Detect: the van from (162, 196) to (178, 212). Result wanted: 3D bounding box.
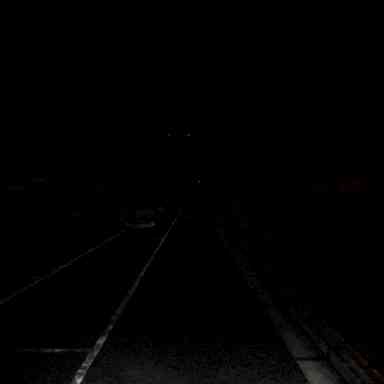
[{"bbox_3d":[-2.613,1.408,41.006,1.690,1.788,3.998,0,0,0],"label":"van"}]

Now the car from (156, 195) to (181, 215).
[{"bbox_3d":[-2.615,1.367,35.392,2.192,1.841,5.009,0,0,0],"label":"car"}]

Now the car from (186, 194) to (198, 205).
[{"bbox_3d":[0.033,1.411,64.996,2.150,2.045,5.566,0,0,0],"label":"car"}]

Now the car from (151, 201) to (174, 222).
[{"bbox_3d":[-2.622,1.577,24.165,2.008,1.369,4.403,0,0,0],"label":"car"}]

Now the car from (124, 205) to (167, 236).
[{"bbox_3d":[-2.625,1.599,18.551,1.802,1.307,4.206,0,0,0],"label":"car"}]

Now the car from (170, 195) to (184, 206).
[{"bbox_3d":[-2.605,1.442,57.847,2.192,1.841,5.009,0,0,0],"label":"car"}]

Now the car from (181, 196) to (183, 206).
[{"bbox_3d":[-2.610,1.400,46.620,2.192,1.841,5.009,0,0,0],"label":"car"}]
